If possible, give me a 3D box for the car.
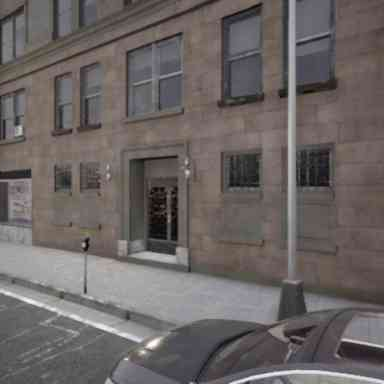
[{"bbox_3d":[1.206,1.551,2.218,4.403,1.369,2.008,0,0,36],"label":"car"}]
